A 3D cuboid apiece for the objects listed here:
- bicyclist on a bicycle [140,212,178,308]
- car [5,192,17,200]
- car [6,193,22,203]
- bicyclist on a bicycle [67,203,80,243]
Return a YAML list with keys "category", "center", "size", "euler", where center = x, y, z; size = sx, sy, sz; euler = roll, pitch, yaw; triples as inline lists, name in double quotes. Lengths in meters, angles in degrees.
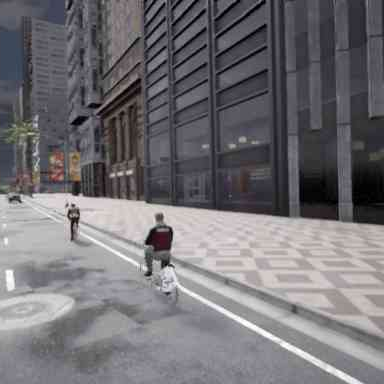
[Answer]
- category: "bicyclist on a bicycle"
  center: [-0.731, 1.267, 6.672]
  size: [0.659, 1.776, 1.843]
  euler: [-2, 1, -30]
- category: "car"
  center: [-39.619, 0.883, 72.660]
  size: [2.128, 1.511, 4.902]
  euler: [-2, 1, -30]
- category: "car"
  center: [-29.175, 1.034, 54.652]
  size: [1.837, 1.490, 4.892]
  euler: [-2, 2, -30]
- category: "bicyclist on a bicycle"
  center: [-5.025, 1.310, 14.163]
  size: [0.582, 1.620, 1.656]
  euler: [-2, 1, -30]
